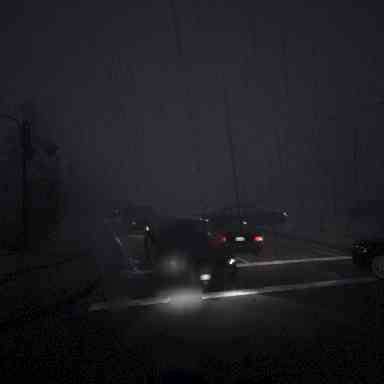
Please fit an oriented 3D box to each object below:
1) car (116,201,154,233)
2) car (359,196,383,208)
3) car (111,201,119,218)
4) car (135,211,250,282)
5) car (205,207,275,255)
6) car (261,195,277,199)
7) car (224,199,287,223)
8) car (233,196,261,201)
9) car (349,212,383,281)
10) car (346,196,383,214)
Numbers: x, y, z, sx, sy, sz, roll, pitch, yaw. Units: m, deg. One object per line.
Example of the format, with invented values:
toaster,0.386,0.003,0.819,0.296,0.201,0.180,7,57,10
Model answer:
car,-3.121,1.529,19.963,2.033,1.411,5.357,0,0,-17
car,23.838,1.273,43.259,1.845,1.501,3.633,0,0,-17
car,-6.301,1.516,30.108,2.033,1.411,5.357,0,0,-17
car,-0.369,1.543,10.134,2.033,1.411,5.357,0,0,-15
car,1.367,1.539,13.088,2.033,1.411,5.357,0,0,-4
car,10.273,1.277,47.159,2.152,1.636,5.027,0,0,-17
car,2.879,1.466,19.765,5.357,1.411,2.033,-3,1,-19
car,7.287,1.287,46.197,2.007,1.523,4.514,0,0,-17
car,6.667,1.475,8.120,5.008,1.535,1.882,0,0,38
car,15.557,1.356,29.256,1.970,1.475,3.806,0,0,-17
